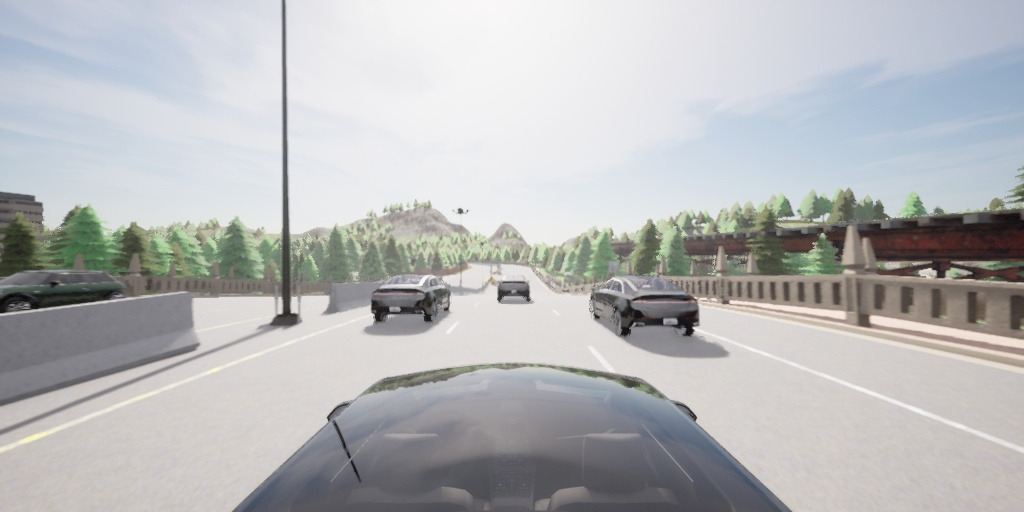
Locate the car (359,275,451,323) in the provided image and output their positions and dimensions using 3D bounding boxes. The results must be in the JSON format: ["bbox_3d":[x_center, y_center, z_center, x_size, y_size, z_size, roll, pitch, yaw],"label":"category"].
[{"bbox_3d":[-3.400,1.418,12.846,2.128,1.511,4.902,0,-2,0],"label":"car"}]

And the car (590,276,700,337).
[{"bbox_3d":[3.600,1.344,10.579,2.128,1.511,4.902,0,-2,0],"label":"car"}]

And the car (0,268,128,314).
[{"bbox_3d":[-17.598,1.310,13.468,2.097,1.767,4.553,0,-2,0],"label":"car"}]

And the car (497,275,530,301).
[{"bbox_3d":[0.100,1.925,22.049,2.128,1.511,4.902,0,-4,0],"label":"car"}]
